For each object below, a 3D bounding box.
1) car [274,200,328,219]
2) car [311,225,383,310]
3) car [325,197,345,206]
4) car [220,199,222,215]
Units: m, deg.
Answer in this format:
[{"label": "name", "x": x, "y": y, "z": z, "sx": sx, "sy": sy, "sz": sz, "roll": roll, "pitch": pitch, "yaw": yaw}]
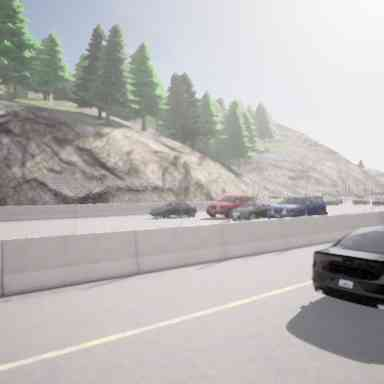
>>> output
[{"label": "car", "x": 7.706, "y": 1.263, "z": 24.023, "sx": 5.566, "sy": 2.045, "sz": 2.150, "roll": 0, "pitch": 0, "yaw": -43}, {"label": "car", "x": 4.707, "y": 1.489, "z": 7.470, "sx": 5.008, "sy": 1.535, "sz": 1.882, "roll": 0, "pitch": 0, "yaw": -38}, {"label": "car", "x": 25.936, "y": 1.644, "z": 60.162, "sx": 2.033, "sy": 1.411, "sz": 5.357, "roll": 0, "pitch": 0, "yaw": 39}, {"label": "car", "x": 3.775, "y": 1.278, "z": 29.914, "sx": 5.566, "sy": 2.045, "sz": 2.150, "roll": 0, "pitch": 0, "yaw": -43}]
